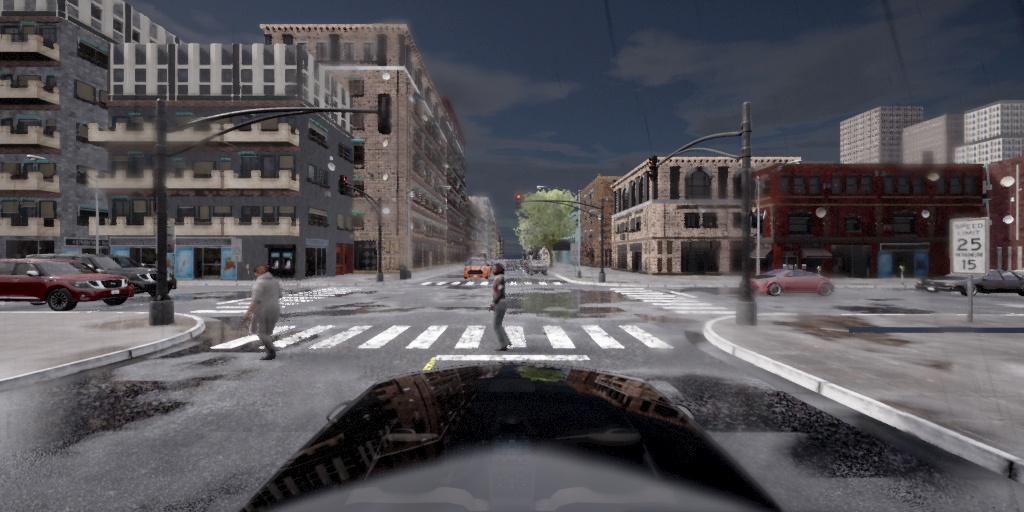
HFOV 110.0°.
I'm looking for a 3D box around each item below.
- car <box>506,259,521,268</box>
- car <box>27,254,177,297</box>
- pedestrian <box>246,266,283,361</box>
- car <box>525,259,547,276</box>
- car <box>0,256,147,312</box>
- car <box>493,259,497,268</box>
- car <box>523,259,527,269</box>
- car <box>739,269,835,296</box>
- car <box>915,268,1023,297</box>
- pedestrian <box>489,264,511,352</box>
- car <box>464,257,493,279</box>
[{"bbox_3d":[0.005,1.319,63.395,2.128,1.511,4.902,0,0,0],"label":"car"},{"bbox_3d":[-18.309,0.917,15.901,5.566,2.045,2.150,0,0,0],"label":"car"},{"bbox_3d":[-4.742,1.044,6.895,0.375,1.860,0.375,0,0,0],"label":"pedestrian"},{"bbox_3d":[2.693,1.330,37.038,2.007,1.370,4.403,0,0,0],"label":"car"},{"bbox_3d":[-17.276,1.013,13.321,5.009,1.841,2.192,0,0,0],"label":"car"},{"bbox_3d":[-3.092,1.293,42.880,1.837,1.490,4.892,0,0,0],"label":"car"},{"bbox_3d":[2.694,1.228,42.735,1.967,1.591,4.097,0,0,0],"label":"car"},{"bbox_3d":[14.720,1.387,19.335,4.181,1.385,1.994,0,0,0],"label":"car"},{"bbox_3d":[25.381,1.418,19.407,5.357,1.411,2.033,0,0,0],"label":"car"},{"bbox_3d":[-0.254,1.044,7.496,0.375,1.860,0.375,0,0,0],"label":"pedestrian"},{"bbox_3d":[-3.092,1.124,32.487,2.097,1.767,4.553,0,0,0],"label":"car"}]
